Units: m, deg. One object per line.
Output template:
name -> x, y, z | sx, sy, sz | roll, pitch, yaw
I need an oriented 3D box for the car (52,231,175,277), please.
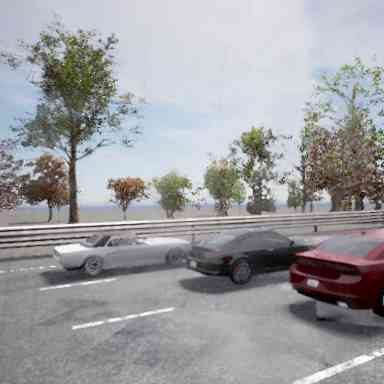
car -> -2.366, 2.061, 11.918 | 4.718, 1.301, 1.895 | 0, -2, -29

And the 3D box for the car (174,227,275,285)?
car -> 2.040, 1.834, 10.368 | 4.674, 1.442, 1.812 | 0, -2, -29

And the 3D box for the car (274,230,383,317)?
car -> 4.540, 1.638, 7.757 | 5.008, 1.535, 1.882 | 0, -2, -29
